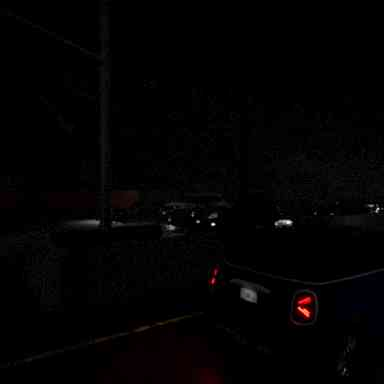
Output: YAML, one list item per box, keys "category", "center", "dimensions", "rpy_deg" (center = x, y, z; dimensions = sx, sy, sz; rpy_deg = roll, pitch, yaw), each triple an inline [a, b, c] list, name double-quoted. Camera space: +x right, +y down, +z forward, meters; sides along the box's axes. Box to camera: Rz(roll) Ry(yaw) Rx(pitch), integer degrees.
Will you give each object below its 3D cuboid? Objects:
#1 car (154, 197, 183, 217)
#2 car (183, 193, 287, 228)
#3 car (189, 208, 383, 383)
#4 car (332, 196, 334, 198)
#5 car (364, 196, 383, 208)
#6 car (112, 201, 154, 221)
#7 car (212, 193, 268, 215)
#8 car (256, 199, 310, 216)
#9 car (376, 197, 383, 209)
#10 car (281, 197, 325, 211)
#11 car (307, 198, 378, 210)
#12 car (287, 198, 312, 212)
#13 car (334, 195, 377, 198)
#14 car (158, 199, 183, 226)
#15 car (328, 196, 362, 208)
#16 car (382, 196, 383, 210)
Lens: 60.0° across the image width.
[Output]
- category: "car"
  center: [0.236, 1.143, 25.591]
  dimensions: [5.566, 2.045, 2.150]
  rpy_deg: [0, 0, -35]
- category: "car"
  center: [2.548, 1.154, 18.692]
  dimensions: [5.566, 2.045, 2.150]
  rpy_deg: [0, 0, -36]
- category: "car"
  center: [2.456, 1.325, 5.497]
  dimensions: [4.553, 1.767, 2.097]
  rpy_deg: [-1, 0, -36]
- category: "car"
  center: [16.436, 1.171, 37.081]
  dimensions: [4.553, 1.767, 2.097]
  rpy_deg: [0, 0, -35]
- category: "car"
  center: [24.647, 1.313, 43.495]
  dimensions: [5.357, 1.411, 2.033]
  rpy_deg: [0, 0, -42]
- category: "car"
  center: [-3.677, 1.481, 27.120]
  dimensions: [5.357, 1.411, 2.033]
  rpy_deg: [0, 0, -35]
- category: "car"
  center: [4.817, 1.102, 33.094]
  dimensions: [5.566, 2.045, 2.150]
  rpy_deg: [0, 0, -35]
- category: "car"
  center: [8.689, 1.416, 31.556]
  dimensions: [5.357, 1.411, 2.033]
  rpy_deg: [0, 0, -35]
- category: "car"
  center: [19.363, 1.373, 30.572]
  dimensions: [5.357, 1.411, 2.033]
  rpy_deg: [0, 0, -35]
- category: "car"
  center: [13.053, 1.375, 38.969]
  dimensions: [5.357, 1.411, 2.033]
  rpy_deg: [0, 0, -35]
- category: "car"
  center: [11.315, 1.424, 24.831]
  dimensions: [5.357, 1.411, 2.033]
  rpy_deg: [0, 0, -35]
- category: "car"
  center: [8.950, 1.405, 27.444]
  dimensions: [4.674, 1.442, 1.812]
  rpy_deg: [0, 0, -35]
- category: "car"
  center: [16.443, 1.337, 32.786]
  dimensions: [4.892, 1.490, 1.837]
  rpy_deg: [0, 0, -35]
- category: "car"
  center: [0.636, 1.423, 21.605]
  dimensions: [4.902, 1.511, 2.128]
  rpy_deg: [0, 0, -35]
- category: "car"
  center: [20.579, 1.271, 44.618]
  dimensions: [4.902, 1.511, 2.128]
  rpy_deg: [0, 0, -38]
- category: "car"
  center: [23.894, 1.262, 38.254]
  dimensions: [5.008, 1.535, 1.882]
  rpy_deg: [0, 0, -38]
